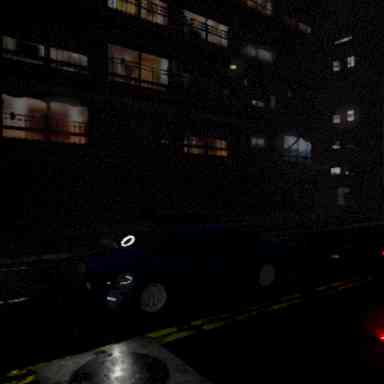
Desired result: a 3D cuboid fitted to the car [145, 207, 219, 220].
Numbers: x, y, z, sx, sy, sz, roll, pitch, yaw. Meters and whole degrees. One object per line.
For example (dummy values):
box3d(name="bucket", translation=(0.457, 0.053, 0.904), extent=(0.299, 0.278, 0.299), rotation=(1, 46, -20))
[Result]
box3d(name="car", translation=(-0.771, 1.411, 11.188), extent=(4.553, 1.767, 2.097), rotation=(1, 0, -36))

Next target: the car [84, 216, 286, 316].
box3d(name="car", translation=(0.063, 1.523, 7.771), extent=(5.008, 1.535, 1.882), rotation=(1, 0, -36))

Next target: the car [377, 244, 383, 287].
box3d(name="car", translation=(6.604, 1.446, 8.282), extent=(4.553, 1.767, 2.097), rotation=(1, 0, -36))
